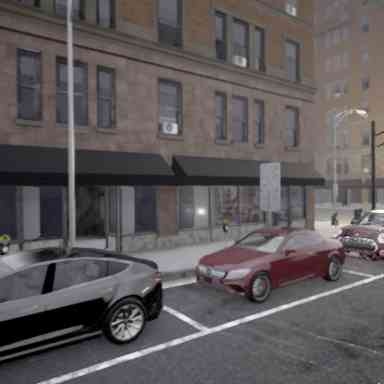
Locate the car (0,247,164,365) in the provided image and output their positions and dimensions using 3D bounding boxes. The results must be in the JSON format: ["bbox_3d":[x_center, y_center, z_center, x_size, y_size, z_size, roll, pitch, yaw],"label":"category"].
[{"bbox_3d":[-2.449,1.560,4.786,4.313,1.339,1.947,-1,0,-36],"label":"car"}]

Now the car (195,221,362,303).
[{"bbox_3d":[2.028,1.526,7.983,4.206,1.307,1.802,-1,0,-36],"label":"car"}]

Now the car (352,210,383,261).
[{"bbox_3d":[6.504,1.335,11.179,4.097,1.590,1.967,-1,0,-36],"label":"car"}]
